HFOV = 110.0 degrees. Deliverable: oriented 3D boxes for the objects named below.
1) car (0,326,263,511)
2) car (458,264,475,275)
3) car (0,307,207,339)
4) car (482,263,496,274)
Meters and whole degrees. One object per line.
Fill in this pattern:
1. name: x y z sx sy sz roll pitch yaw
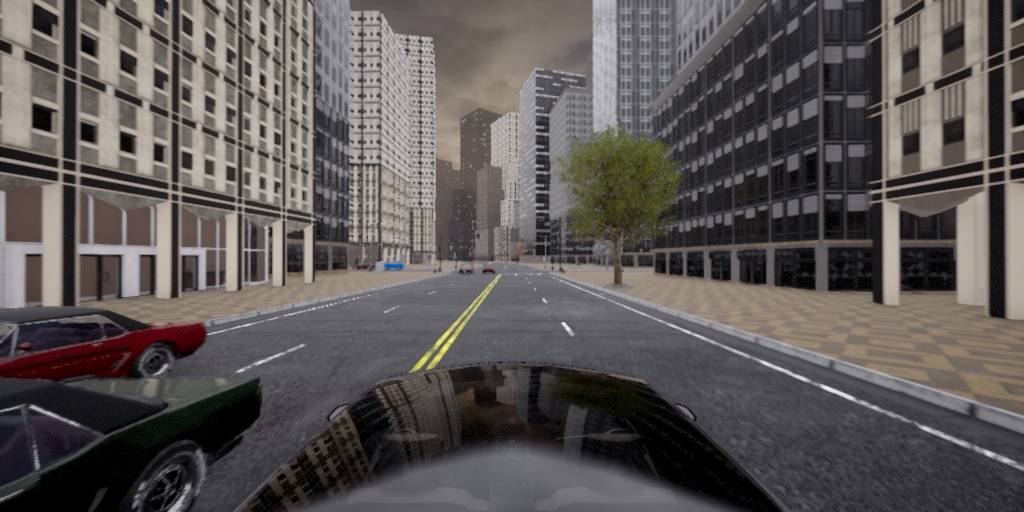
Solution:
1. car: -3.350 1.345 1.233 1.895 1.301 4.718 0 -1 0
2. car: -6.541 1.887 51.846 1.882 1.535 5.008 0 -1 0
3. car: -6.603 1.387 4.416 1.895 1.301 4.718 0 -1 0
4. car: -3.291 1.988 51.817 1.895 1.301 4.718 0 -1 0
